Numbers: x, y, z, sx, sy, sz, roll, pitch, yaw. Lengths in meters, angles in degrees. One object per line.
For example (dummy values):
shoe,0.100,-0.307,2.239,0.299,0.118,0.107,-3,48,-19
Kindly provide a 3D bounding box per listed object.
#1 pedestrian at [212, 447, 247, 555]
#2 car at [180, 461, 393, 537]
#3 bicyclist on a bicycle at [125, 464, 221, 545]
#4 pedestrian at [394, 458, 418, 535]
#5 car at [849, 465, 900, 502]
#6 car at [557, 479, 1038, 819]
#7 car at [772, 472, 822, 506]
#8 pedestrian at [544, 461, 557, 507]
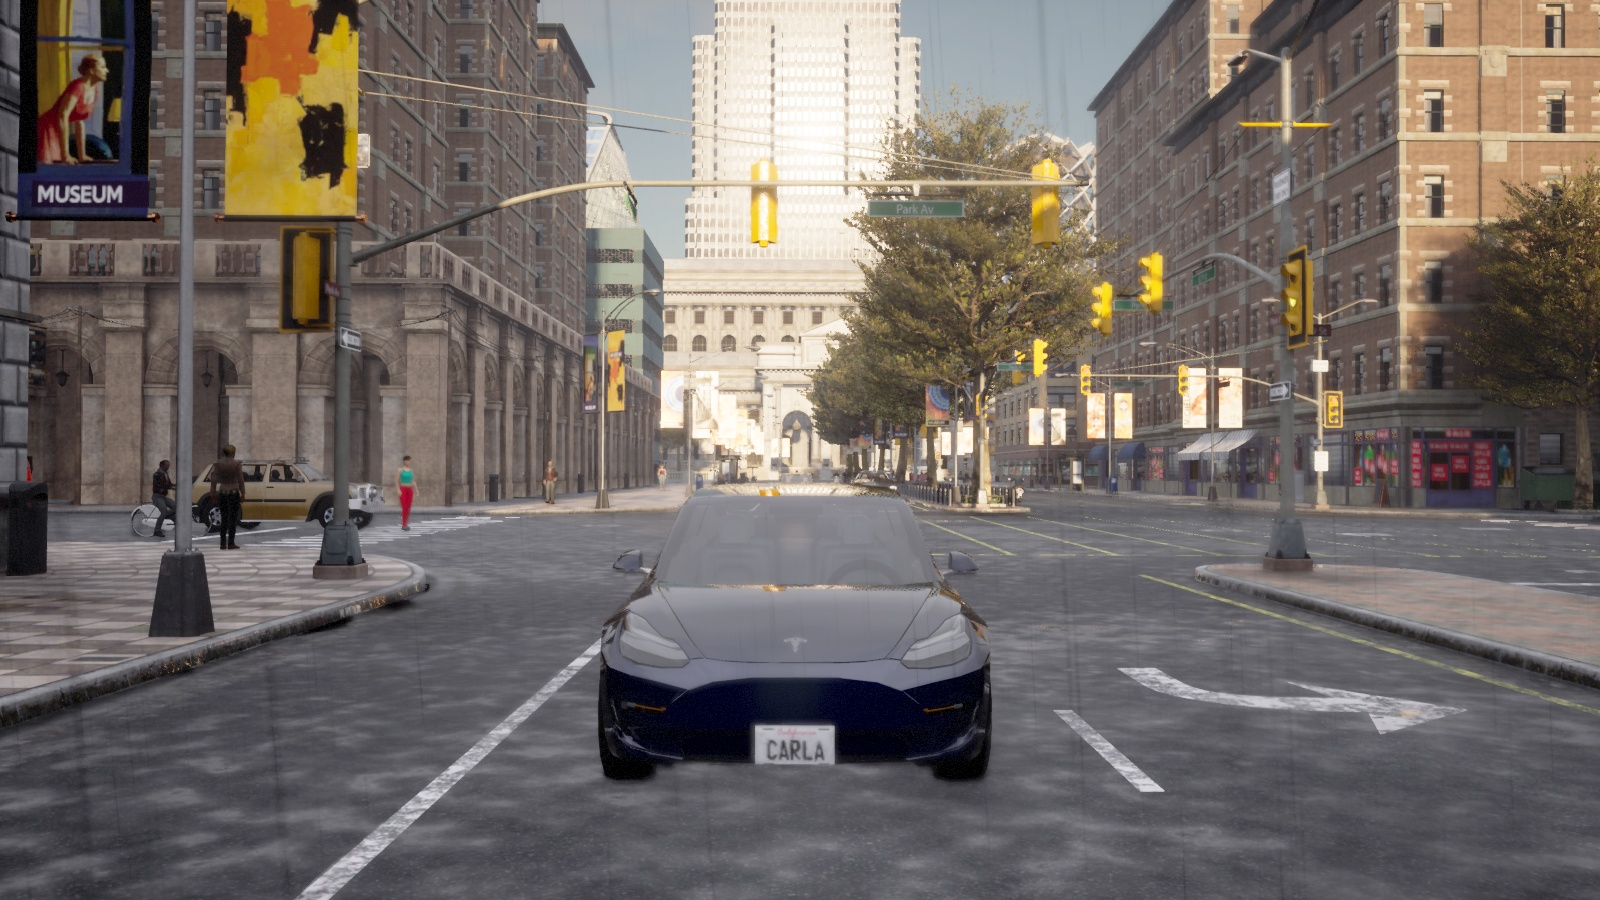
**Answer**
pedestrian,-9.950,0.878,21.896,0.331,1.846,0.634,0,-1,-2
car,-12.935,1.216,31.817,4.605,1.855,1.932,0,-1,0
bicyclist on a bicycle,-14.120,1.216,28.301,1.843,1.776,0.659,0,-1,0
pedestrian,-9.548,1.121,30.432,0.345,1.836,0.594,1,-1,-44
car,3.435,1.566,58.898,2.152,1.651,5.027,0,-1,1
car,-0.020,0.950,8.059,2.163,1.488,4.792,0,-1,0
car,-0.140,1.785,57.926,2.163,1.488,4.792,0,-1,0
pedestrian,-10.106,1.363,50.808,0.376,1.854,0.720,0,-1,0
